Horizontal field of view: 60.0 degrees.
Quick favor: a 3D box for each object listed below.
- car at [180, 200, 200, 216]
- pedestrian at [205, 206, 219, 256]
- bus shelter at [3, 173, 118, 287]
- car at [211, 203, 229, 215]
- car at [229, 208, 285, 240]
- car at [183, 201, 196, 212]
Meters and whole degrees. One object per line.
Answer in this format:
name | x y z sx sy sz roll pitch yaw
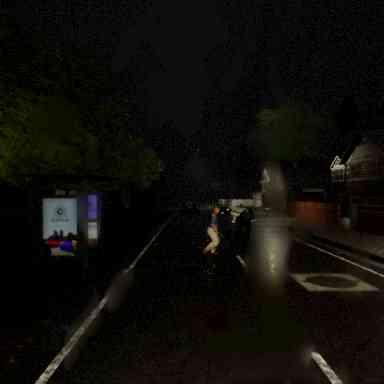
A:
car | -0.253 1.697 36.515 2.097 1.767 4.553 0 0 0
pedestrian | 0.784 1.340 11.954 0.375 1.860 0.375 0 0 9
bus shelter | -3.604 0.905 9.968 1.920 2.740 3.880 0 0 -1
car | 3.238 1.964 38.030 1.895 1.301 4.718 0 -1 -1
car | 3.435 1.582 17.438 2.128 1.511 4.902 0 -1 -1
car | -0.357 2.024 46.233 1.812 1.442 4.674 0 -1 -1
